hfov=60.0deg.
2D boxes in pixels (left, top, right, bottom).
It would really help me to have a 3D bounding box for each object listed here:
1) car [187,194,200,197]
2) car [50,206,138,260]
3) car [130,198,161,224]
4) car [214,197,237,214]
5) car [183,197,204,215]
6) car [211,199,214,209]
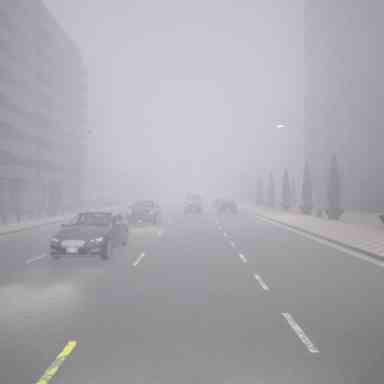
[{"bbox_3d":[0.221,1.221,44.013,2.150,2.045,5.566,0,0,1],"label":"car"},{"bbox_3d":[-3.606,1.493,12.484,2.128,1.511,4.902,0,0,0],"label":"car"},{"bbox_3d":[-3.460,1.352,24.362,2.097,1.767,4.553,0,0,0],"label":"car"},{"bbox_3d":[3.659,1.505,35.317,1.837,1.490,4.892,0,0,1],"label":"car"},{"bbox_3d":[0.190,1.526,33.726,1.812,1.442,4.674,0,0,0],"label":"car"},{"bbox_3d":[3.663,1.505,45.585,1.837,1.490,4.892,0,0,1],"label":"car"}]
